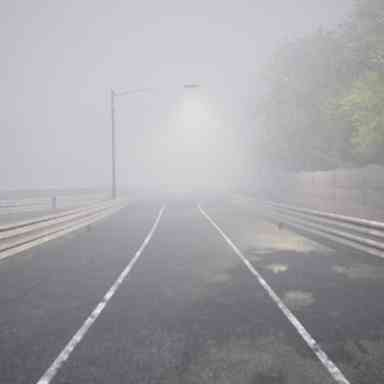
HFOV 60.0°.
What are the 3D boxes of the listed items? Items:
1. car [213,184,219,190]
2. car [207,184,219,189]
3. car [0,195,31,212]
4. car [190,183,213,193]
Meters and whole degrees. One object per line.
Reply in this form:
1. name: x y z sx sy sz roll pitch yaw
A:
1. car: 5.092 -1.139 82.469 1.895 1.301 4.718 1 2 24
2. car: 5.838 -1.600 92.915 1.812 1.442 4.674 1 2 24
3. car: -15.254 0.942 26.575 2.128 1.511 4.902 1 2 23
4. car: 1.779 -0.612 66.139 2.128 1.511 4.902 1 2 24
